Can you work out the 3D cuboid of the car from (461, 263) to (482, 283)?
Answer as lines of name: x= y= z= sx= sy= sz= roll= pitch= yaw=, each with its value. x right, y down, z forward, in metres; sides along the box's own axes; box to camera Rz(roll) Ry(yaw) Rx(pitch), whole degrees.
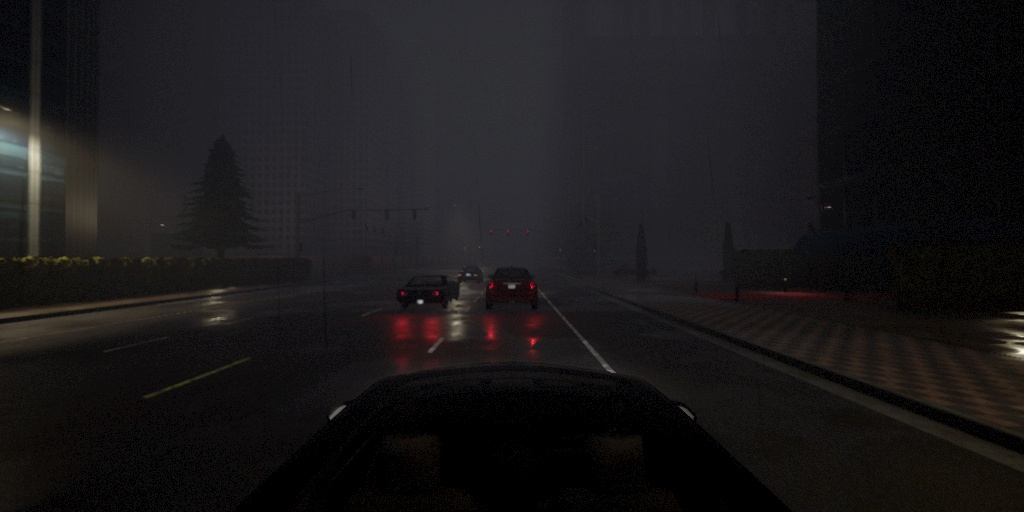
car: x=-3.534 y=1.568 z=30.842 sx=2.033 sy=1.411 sz=5.357 roll=0 pitch=-1 yaw=-1

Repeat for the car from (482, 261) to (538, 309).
car: x=-0.007 y=1.232 z=15.930 sx=2.097 sy=1.767 sz=4.553 roll=0 pitch=-1 yaw=0

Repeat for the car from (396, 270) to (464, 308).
car: x=-3.507 y=1.483 z=15.951 sx=1.895 sy=1.301 sz=4.718 roll=0 pitch=0 yaw=0

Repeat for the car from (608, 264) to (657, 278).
car: x=12.797 y=1.528 z=38.162 sx=4.718 sy=1.301 sz=1.895 roll=0 pitch=-1 yaw=0
